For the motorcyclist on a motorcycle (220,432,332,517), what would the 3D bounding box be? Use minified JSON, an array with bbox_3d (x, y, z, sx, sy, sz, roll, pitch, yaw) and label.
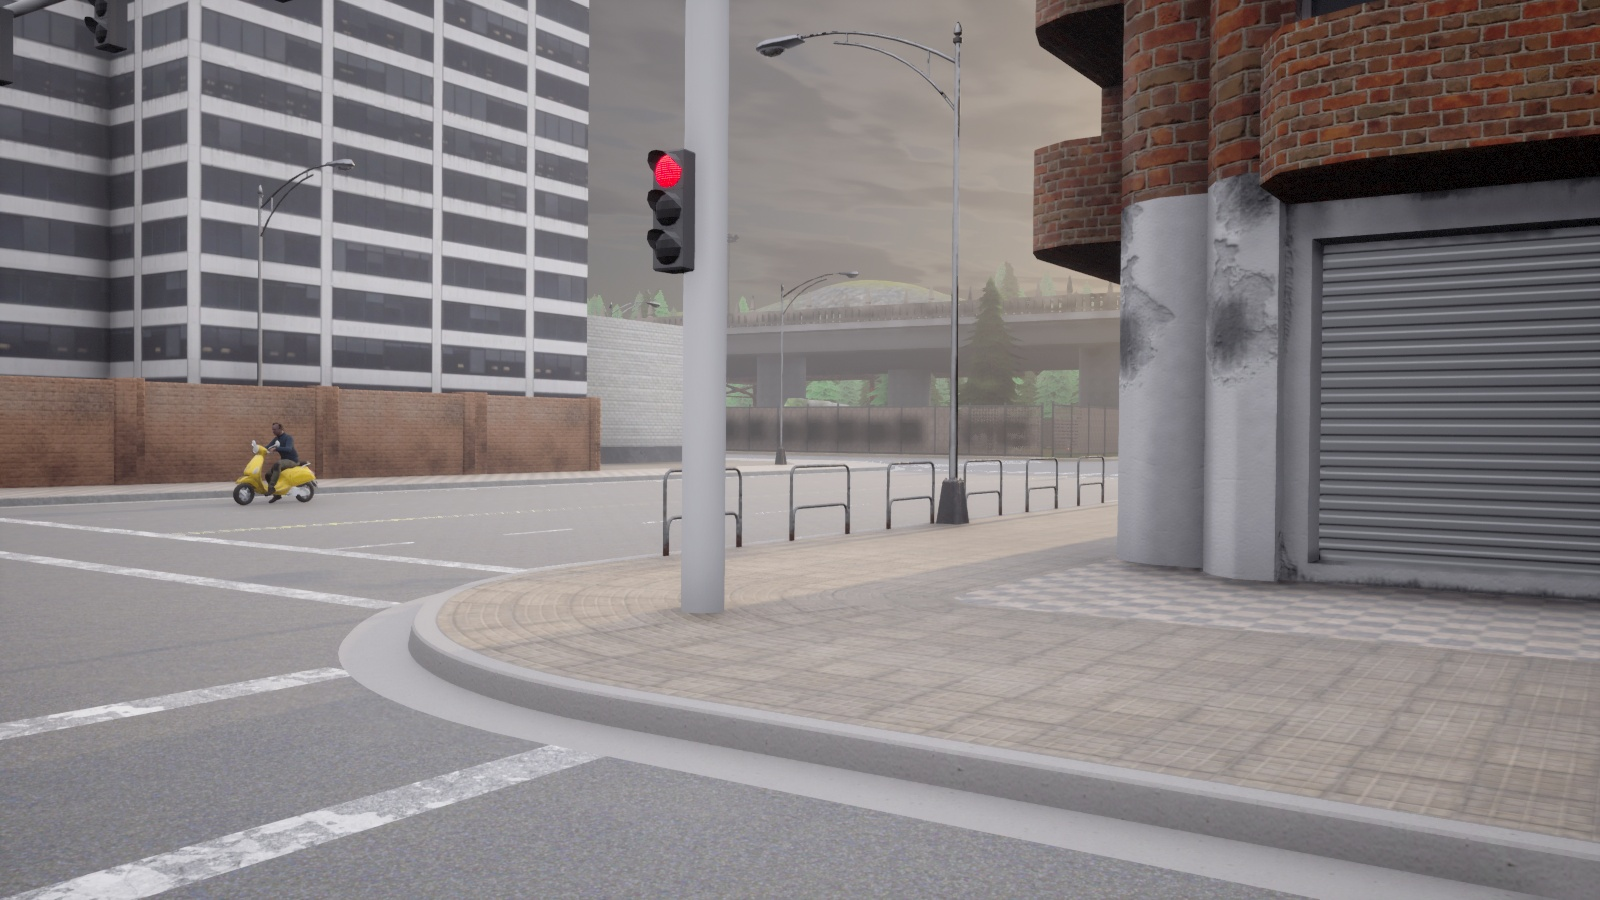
[{"bbox_3d":[-10.189,0.443,24.478,0.866,1.590,1.817,0,1,33],"label":"motorcyclist on a motorcycle"}]
